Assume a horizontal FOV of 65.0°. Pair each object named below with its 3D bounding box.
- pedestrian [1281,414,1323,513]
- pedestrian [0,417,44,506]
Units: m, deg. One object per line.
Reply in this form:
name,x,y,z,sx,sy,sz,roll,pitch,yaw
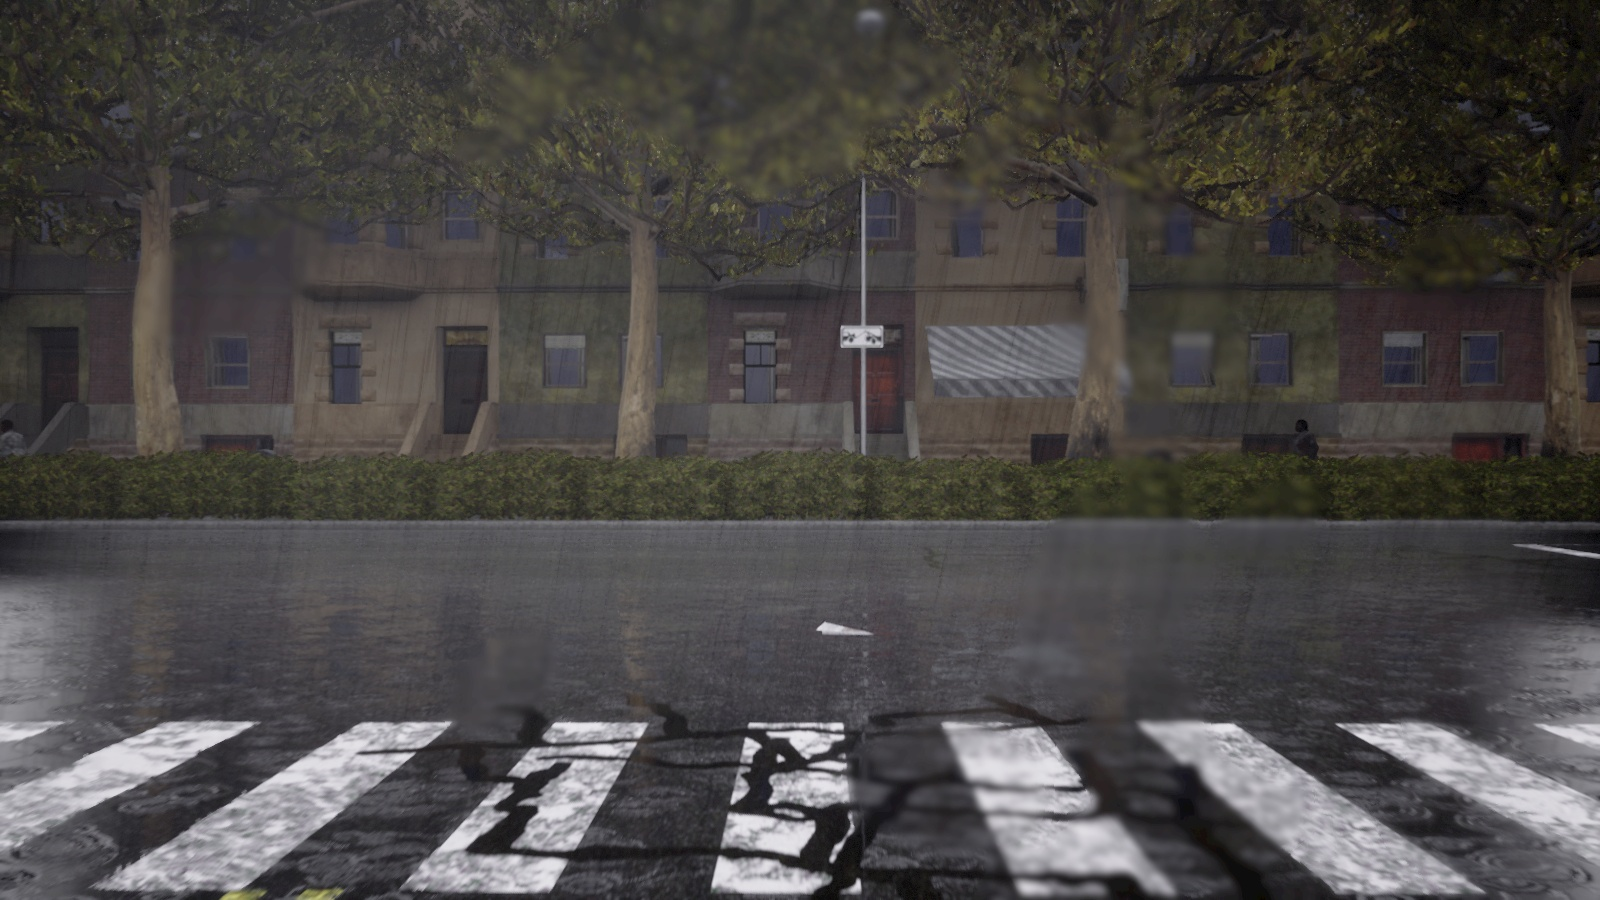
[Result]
pedestrian,9.857,0.266,24.676,0.666,1.930,0.402,0,0,3
pedestrian,-16.686,0.234,26.485,0.900,1.855,0.874,0,0,7
